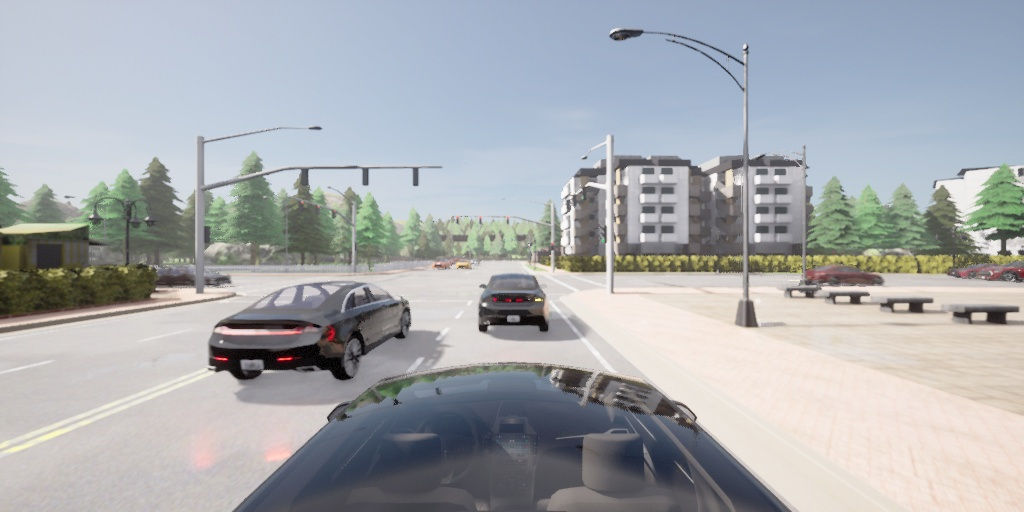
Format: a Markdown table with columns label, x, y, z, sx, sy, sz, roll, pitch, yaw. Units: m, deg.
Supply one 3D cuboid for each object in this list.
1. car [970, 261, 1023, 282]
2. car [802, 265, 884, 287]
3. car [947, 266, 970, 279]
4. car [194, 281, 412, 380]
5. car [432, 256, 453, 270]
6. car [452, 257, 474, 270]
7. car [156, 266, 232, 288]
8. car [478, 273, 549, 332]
| label | x | y | z | sx | sy | sz | roll | pitch | yaw |
| --- | --- | --- | --- | --- | --- | --- | --- | --- | --- |
| car | 39.578 | 1.120 | 27.628 | 4.553 | 1.767 | 2.097 | 0 | 0 | 24 |
| car | 22.278 | 1.349 | 24.234 | 4.674 | 1.442 | 1.812 | 1 | 0 | -2 |
| car | 40.827 | 1.336 | 30.893 | 4.181 | 1.385 | 1.994 | 0 | 0 | 23 |
| car | -3.467 | 1.248 | 7.228 | 2.128 | 1.511 | 4.902 | 0 | 0 | 0 |
| car | -10.809 | 1.160 | 54.589 | 2.097 | 1.767 | 4.553 | 0 | 0 | 0 |
| car | -7.308 | 1.285 | 54.408 | 1.882 | 1.535 | 5.008 | 0 | 0 | 0 |
| car | -21.233 | 1.358 | 22.974 | 5.357 | 1.411 | 2.033 | 0 | 0 | -2 |
| car | 0.037 | 1.263 | 10.900 | 1.837 | 1.490 | 4.892 | 0 | -1 | 0 |
